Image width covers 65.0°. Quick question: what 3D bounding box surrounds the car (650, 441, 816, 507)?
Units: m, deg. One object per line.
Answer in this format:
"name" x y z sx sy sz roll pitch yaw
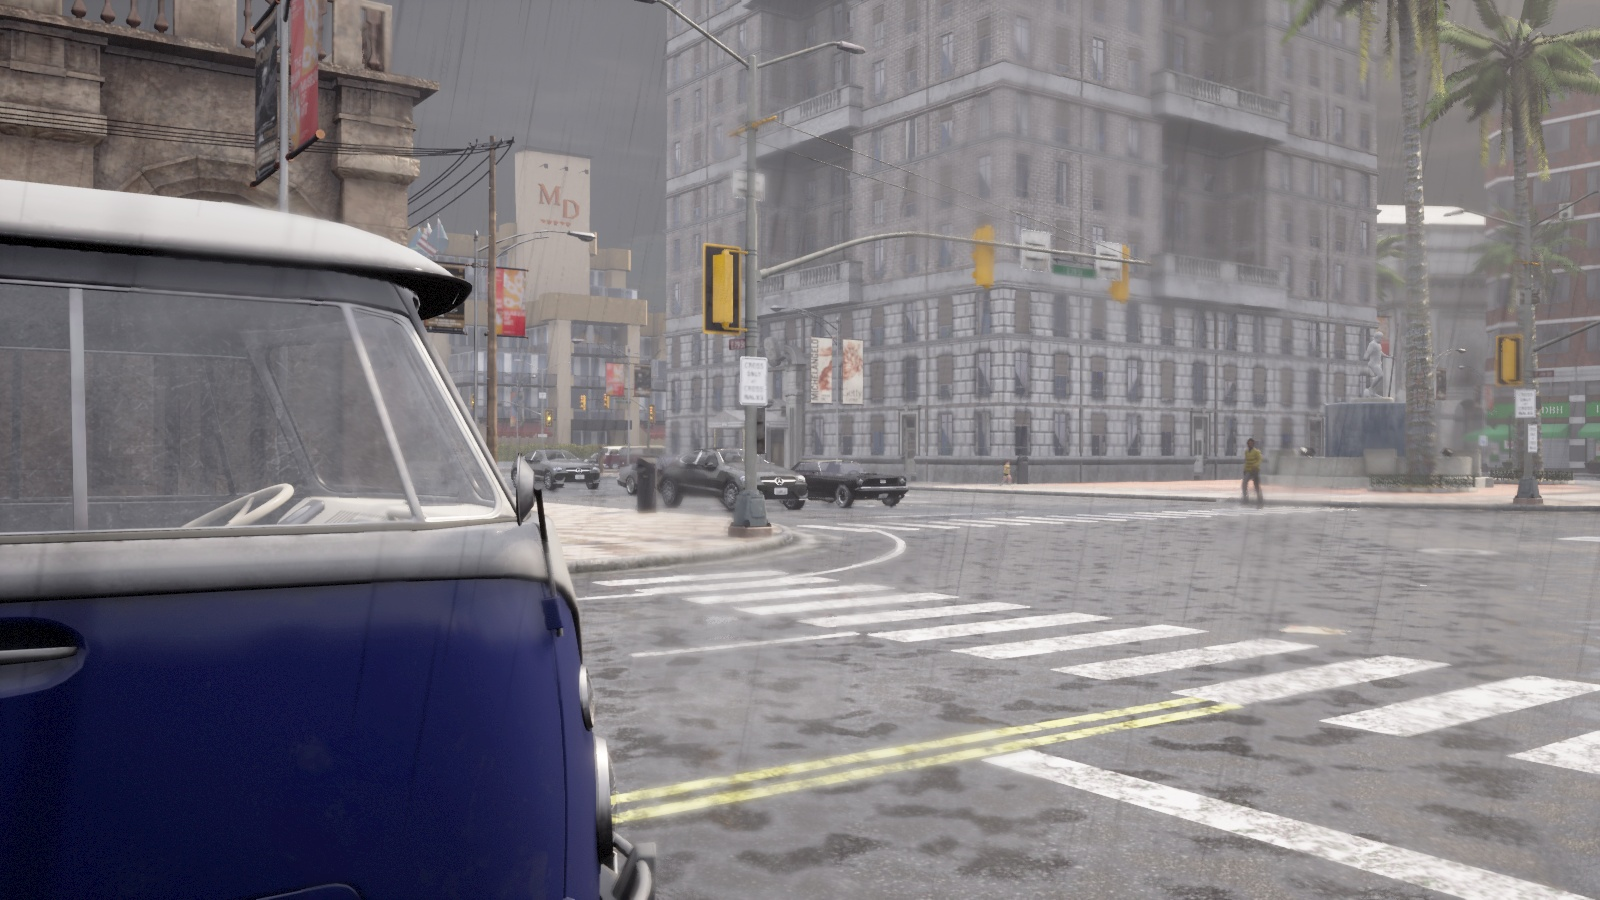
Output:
"car" -1.910 0.611 34.029 2.152 1.651 5.027 0 0 -35

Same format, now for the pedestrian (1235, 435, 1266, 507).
"pedestrian" 11.636 0.534 32.457 0.709 1.840 0.431 0 0 -36

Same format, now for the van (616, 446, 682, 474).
"van" -10.953 0.745 91.287 4.442 1.987 1.775 0 0 -37

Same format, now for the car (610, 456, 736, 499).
"car" -4.522 0.909 43.887 2.033 1.411 5.357 0 0 -35

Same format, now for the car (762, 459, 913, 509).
"car" 0.999 0.931 36.006 1.895 1.301 4.718 0 0 -35

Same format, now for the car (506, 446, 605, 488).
"car" -10.185 0.672 51.933 2.152 1.651 5.027 0 0 -35

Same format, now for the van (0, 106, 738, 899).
"van" -2.452 0.508 1.947 4.442 1.987 1.775 0 0 -35
